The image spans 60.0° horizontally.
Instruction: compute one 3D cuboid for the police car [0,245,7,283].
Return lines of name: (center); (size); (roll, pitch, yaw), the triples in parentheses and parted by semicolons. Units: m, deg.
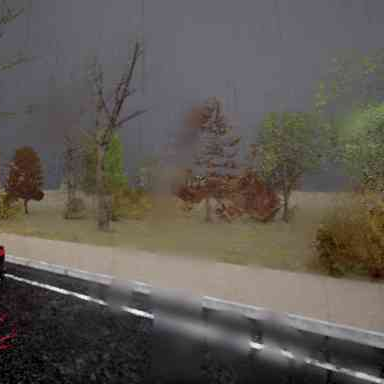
police car: (-6.644, 1.496, 8.304); (5.238, 1.638, 1.930); (0, 0, 36)
